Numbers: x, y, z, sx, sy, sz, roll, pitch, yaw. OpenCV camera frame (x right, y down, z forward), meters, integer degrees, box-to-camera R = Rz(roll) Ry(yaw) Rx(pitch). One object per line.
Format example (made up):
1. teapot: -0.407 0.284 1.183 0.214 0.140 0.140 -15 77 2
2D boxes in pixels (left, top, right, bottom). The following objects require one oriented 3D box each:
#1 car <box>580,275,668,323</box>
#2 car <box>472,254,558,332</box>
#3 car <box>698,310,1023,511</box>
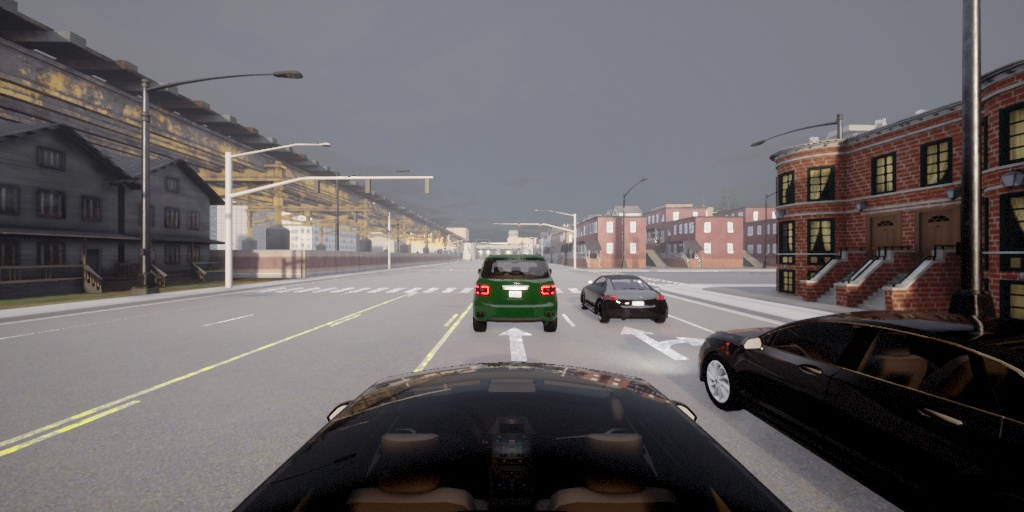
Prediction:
1. car: 3.589 1.313 12.142 1.994 1.385 4.181 0 0 1
2. car: 0.089 0.971 10.973 2.150 2.045 5.566 0 0 0
3. car: 3.600 1.255 3.229 1.837 1.490 4.892 0 0 0
